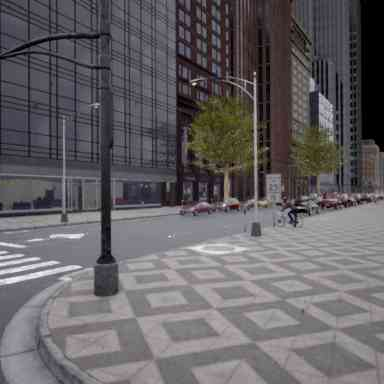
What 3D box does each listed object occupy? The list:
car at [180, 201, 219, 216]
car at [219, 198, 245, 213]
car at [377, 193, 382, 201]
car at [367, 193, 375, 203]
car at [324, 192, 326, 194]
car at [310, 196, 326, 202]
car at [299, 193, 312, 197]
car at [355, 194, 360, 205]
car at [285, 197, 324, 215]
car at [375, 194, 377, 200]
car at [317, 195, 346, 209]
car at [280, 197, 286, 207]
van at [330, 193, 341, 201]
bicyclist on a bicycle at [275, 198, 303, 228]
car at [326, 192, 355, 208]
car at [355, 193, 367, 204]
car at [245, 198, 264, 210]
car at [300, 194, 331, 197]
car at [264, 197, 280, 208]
[{"bbox_3d":[0.531,1.524,31.670,1.802,1.307,4.206,0,0,35],"label":"car"},{"bbox_3d":[3.727,1.366,36.315,1.967,1.590,4.097,0,0,35],"label":"car"},{"bbox_3d":[42.719,1.359,77.925,1.802,1.307,4.206,-1,0,35],"label":"car"},{"bbox_3d":[33.127,1.099,63.992,2.192,1.841,5.009,0,0,35],"label":"car"},{"bbox_3d":[22.261,1.051,52.739,2.150,2.045,5.566,-1,0,35],"label":"car"},{"bbox_3d":[26.112,1.418,68.834,1.947,1.339,4.313,0,0,35],"label":"car"},{"bbox_3d":[19.716,1.415,59.543,1.887,1.381,4.507,0,0,35],"label":"car"},{"bbox_3d":[23.536,1.378,50.057,1.947,1.339,4.313,0,0,35],"label":"car"},{"bbox_3d":[10.748,1.424,31.477,1.947,1.339,4.313,0,0,35],"label":"car"},{"bbox_3d":[36.421,1.302,68.776,1.752,1.417,4.829,-1,0,35],"label":"car"},{"bbox_3d":[17.141,1.377,40.768,1.887,1.381,4.507,0,0,35],"label":"car"},{"bbox_3d":[13.321,1.455,50.252,1.947,1.339,4.313,0,0,35],"label":"car"},{"bbox_3d":[35.702,1.185,82.770,1.690,1.788,3.998,-1,0,35],"label":"van"},{"bbox_3d":[5.315,1.177,18.363,1.656,1.620,0.582,-1,0,35],"label":"bicyclist on a bicycle"},{"bbox_3d":[20.338,1.137,45.413,2.192,1.841,5.009,0,0,35],"label":"car"},{"bbox_3d":[26.732,1.118,54.702,2.192,1.841,5.009,0,0,35],"label":"car"},{"bbox_3d":[6.926,1.494,40.961,1.802,1.307,4.206,0,0,35],"label":"car"},{"bbox_3d":[16.572,1.339,44.474,2.128,1.511,4.902,-1,0,35],"label":"car"},{"bbox_3d":[10.027,1.426,45.466,1.752,1.417,4.829,0,0,35],"label":"car"}]
